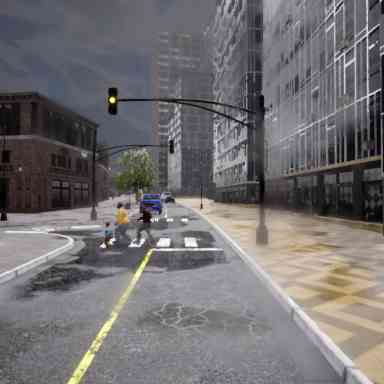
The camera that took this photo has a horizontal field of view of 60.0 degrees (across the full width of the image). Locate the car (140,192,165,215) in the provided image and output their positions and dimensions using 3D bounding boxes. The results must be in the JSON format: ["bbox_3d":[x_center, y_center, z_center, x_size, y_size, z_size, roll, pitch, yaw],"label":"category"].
[{"bbox_3d":[-4.191,1.219,34.934,2.150,2.045,5.566,0,0,-4],"label":"car"}]

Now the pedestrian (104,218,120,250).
[{"bbox_3d":[-3.160,1.675,12.728,0.500,1.100,0.500,1,-1,-2],"label":"pedestrian"}]

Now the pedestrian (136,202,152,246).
[{"bbox_3d":[-1.961,1.296,13.726,0.375,1.860,0.375,1,-1,-2],"label":"pedestrian"}]

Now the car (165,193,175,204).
[{"bbox_3d":[-4.305,1.499,64.333,1.837,1.490,4.892,0,0,-8],"label":"car"}]

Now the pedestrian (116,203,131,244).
[{"bbox_3d":[-2.955,1.295,14.156,0.375,1.860,0.375,1,-1,-2],"label":"pedestrian"}]

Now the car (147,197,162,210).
[{"bbox_3d":[-5.051,1.472,45.265,1.882,1.535,5.008,0,0,-5],"label":"car"}]

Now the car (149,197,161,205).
[{"bbox_3d":[-6.424,1.554,58.339,1.994,1.385,4.181,0,0,-6],"label":"car"}]
